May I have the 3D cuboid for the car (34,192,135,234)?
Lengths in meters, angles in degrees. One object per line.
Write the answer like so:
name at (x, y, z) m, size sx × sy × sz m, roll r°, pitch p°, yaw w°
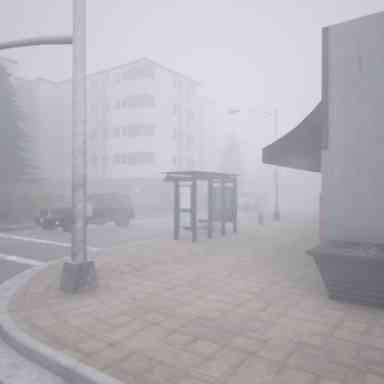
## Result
car at (-5.618, 1.013, 18.248) m, size 2.150 × 2.045 × 5.566 m, roll 0°, pitch 0°, yaw 36°

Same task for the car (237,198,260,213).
car at (5.314, 1.316, 33.432) m, size 1.812 × 1.442 × 4.674 m, roll 0°, pitch 0°, yaw 36°
